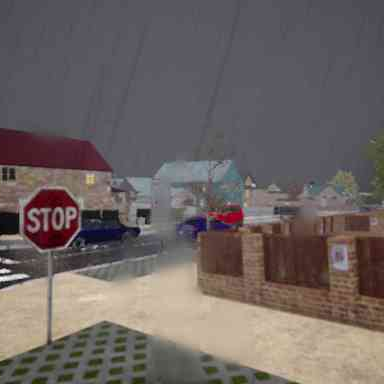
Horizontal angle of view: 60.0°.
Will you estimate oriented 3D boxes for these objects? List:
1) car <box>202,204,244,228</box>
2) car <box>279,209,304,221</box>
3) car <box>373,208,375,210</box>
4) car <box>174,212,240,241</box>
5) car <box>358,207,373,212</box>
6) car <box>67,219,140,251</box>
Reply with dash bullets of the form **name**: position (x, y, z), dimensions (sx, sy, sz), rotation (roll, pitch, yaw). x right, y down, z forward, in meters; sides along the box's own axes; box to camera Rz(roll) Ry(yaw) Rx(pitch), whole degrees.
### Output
- **car**: position (2.224, 2.012, 26.791), dimensions (2.150, 2.045, 5.566), rotation (0, -2, 35)
- **car**: position (12.408, 2.844, 41.239), dimensions (1.812, 1.442, 4.674), rotation (0, -2, 36)
- **car**: position (42.523, 4.295, 79.318), dimensions (2.033, 1.411, 5.357), rotation (0, -2, 35)
- **car**: position (0.802, 2.144, 19.801), dimensions (1.812, 1.442, 4.674), rotation (0, -2, 35)
- **car**: position (36.885, 3.890, 71.273), dimensions (1.812, 1.442, 4.674), rotation (0, -2, 35)
- **car**: position (-4.890, 2.035, 16.691), dimensions (1.895, 1.301, 4.718), rotation (0, -1, 36)
